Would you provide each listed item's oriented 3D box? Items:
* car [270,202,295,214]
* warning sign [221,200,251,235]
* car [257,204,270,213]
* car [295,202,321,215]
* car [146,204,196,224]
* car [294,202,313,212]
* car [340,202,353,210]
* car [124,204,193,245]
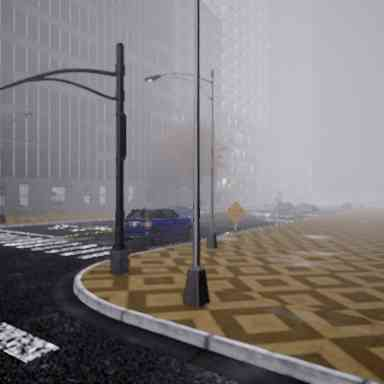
[{"bbox_3d":[13.172,2.171,46.796,2.097,1.767,4.553,0,-1,33],"label":"car"},{"bbox_3d":[2.509,1.436,18.977,1.300,1.860,1.060,1,1,33],"label":"warning sign"},{"bbox_3d":[11.455,2.444,50.286,1.895,1.301,4.718,0,-1,33],"label":"car"},{"bbox_3d":[16.140,2.384,45.398,2.033,1.411,5.357,0,-1,33],"label":"car"},{"bbox_3d":[-1.734,1.890,29.887,1.882,1.535,5.008,0,-1,33],"label":"car"},{"bbox_3d":[18.497,2.497,55.175,1.837,1.490,4.892,0,-1,33],"label":"car"},{"bbox_3d":[30.792,2.807,66.193,1.812,1.442,4.674,0,-1,33],"label":"car"},{"bbox_3d":[-1.624,1.601,17.457,2.097,1.767,4.553,0,-1,31],"label":"car"}]
